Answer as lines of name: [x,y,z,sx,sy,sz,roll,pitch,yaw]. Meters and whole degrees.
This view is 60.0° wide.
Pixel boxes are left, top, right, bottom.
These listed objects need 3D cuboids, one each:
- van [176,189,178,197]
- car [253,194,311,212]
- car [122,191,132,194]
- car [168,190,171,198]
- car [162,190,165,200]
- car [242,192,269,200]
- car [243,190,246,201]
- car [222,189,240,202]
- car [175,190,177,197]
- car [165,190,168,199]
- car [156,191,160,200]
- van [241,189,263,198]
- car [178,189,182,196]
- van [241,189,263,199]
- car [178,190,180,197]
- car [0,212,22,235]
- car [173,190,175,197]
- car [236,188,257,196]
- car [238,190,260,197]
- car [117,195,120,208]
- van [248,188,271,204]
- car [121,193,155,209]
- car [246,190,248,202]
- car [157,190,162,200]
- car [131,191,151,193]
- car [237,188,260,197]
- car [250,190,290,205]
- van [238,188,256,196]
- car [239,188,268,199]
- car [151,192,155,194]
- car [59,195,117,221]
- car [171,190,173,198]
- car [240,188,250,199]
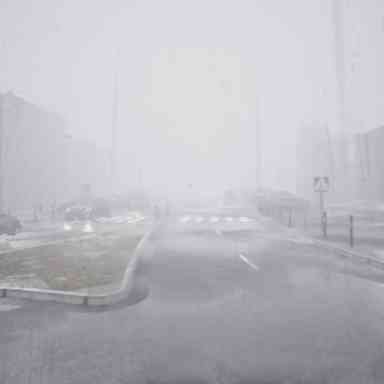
van: [-6.379,0.452,81.260,4.442,1.987,1.878,-1,1,6]
car: [8.348,1.180,30.577,4.792,1.488,2.163,-1,1,6]
car: [-10.560,1.138,42.764,4.553,1.767,2.185,-1,1,6]
car: [-7.667,0.833,70.187,4.892,1.521,2.231,-1,1,6]
car: [-8.289,0.788,64.706,4.553,1.767,2.185,-1,1,6]
car: [11.626,0.725,60.917,4.674,1.452,2.002,-1,1,6]
car: [10.150,0.915,47.162,5.008,1.535,2.097,-1,1,6]
car: [6.431,0.579,55.708,2.150,2.045,5.566,-1,1,6]
car: [-6.792,0.718,78.410,4.892,1.521,2.231,-1,1,6]
car: [-7.935,0.746,67.442,4.553,1.767,2.185,-1,1,6]
car: [-8.845,0.999,59.223,5.008,1.535,2.097,-1,1,6]
van: [12.920,0.289,71.887,4.442,1.987,1.878,-1,1,6]
car: [-6.107,0.612,86.656,5.366,1.575,1.946,-1,1,6]
van: [12.391,0.332,69.151,4.442,1.987,1.878,-1,1,6]
car: [-6.211,0.686,83.894,4.674,1.452,2.002,-1,1,6]
car: [-10.673,1.624,16.490,1.994,1.385,4.181,-1,0,21]
car: [-7.083,0.755,75.670,4.892,1.521,2.231,-1,1,6]
car: [14.848,0.012,91.243,5.566,2.045,2.435,-1,1,6]
car: [13.689,0.402,80.192,4.892,1.521,2.231,-1,1,6]
car: [-11.178,1.340,37.287,5.008,1.535,2.097,-1,1,6]
van: [9.147,0.827,38.879,4.442,1.987,1.878,-1,1,6]
car: [-6.345,1.219,39.557,2.128,1.511,4.902,0,-1,6]
car: [9.875,0.839,44.269,4.553,1.767,2.185,-1,1,6]
car: [-8.580,0.830,61.965,4.553,1.767,2.185,-1,1,6]
car: [-9.746,0.882,50.997,5.566,2.045,2.435,-1,1,6]
car: [13.960,0.113,82.956,5.566,2.045,2.435,-1,1,6]
car: [8.986,0.963,35.973,4.553,1.767,2.185,-1,1,6]
van: [14.168,0.106,85.727,4.442,1.987,1.878,-1,1,6]
car: [12.239,0.347,66.371,5.566,2.045,2.435,-1,1,6]
car: [-9.238,1.083,53.719,5.366,1.575,1.946,-1,1,6]
car: [-8.010,1.285,26.100,2.097,1.767,4.553,-1,1,9]
car: [-7.375,0.793,72.929,4.892,1.521,2.231,-1,1,6]
car: [11.307,0.478,58.213,5.566,2.045,2.435,-1,1,6]
